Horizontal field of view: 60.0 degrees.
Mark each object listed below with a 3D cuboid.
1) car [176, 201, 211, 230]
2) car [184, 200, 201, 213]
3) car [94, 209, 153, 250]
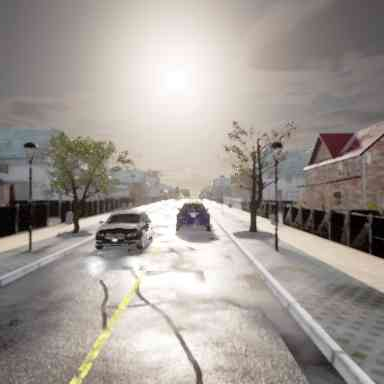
[{"bbox_3d":[0.087,1.417,21.612,2.097,1.767,4.553,0,0,0],"label":"car"},{"bbox_3d":[0.106,1.730,40.687,1.994,1.385,4.181,0,0,0],"label":"car"},{"bbox_3d":[-2.813,1.545,14.589,1.837,1.490,4.892,0,-1,0],"label":"car"}]
